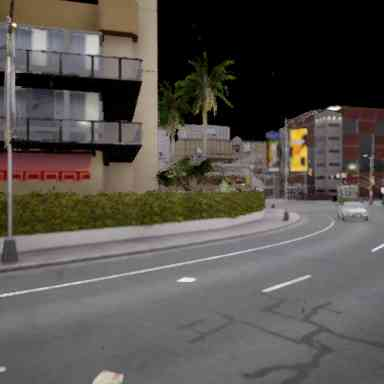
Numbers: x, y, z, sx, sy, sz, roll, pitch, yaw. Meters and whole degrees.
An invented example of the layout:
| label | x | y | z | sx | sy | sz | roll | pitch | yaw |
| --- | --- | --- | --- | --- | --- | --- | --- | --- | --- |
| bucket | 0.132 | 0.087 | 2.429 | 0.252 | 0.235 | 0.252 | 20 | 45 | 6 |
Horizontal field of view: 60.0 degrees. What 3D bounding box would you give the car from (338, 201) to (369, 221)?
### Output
| label | x | y | z | sx | sy | sz | roll | pitch | yaw |
| --- | --- | --- | --- | --- | --- | --- | --- | --- | --- |
| car | 12.999 | 1.511 | 26.979 | 1.812 | 1.442 | 4.674 | 0 | 0 | 18 |
